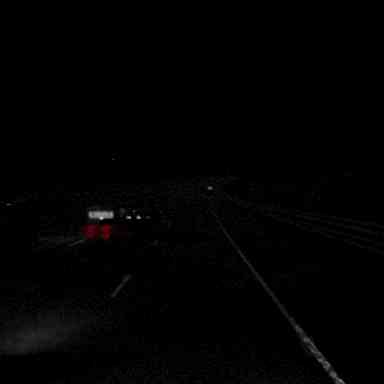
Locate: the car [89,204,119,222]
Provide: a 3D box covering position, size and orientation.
[{"bbox_3d":[-6.582,1.629,26.520,1.895,1.301,4.718,0,0,1],"label":"car"}]

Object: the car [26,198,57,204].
[{"bbox_3d":[-16.918,1.527,38.723,1.994,1.385,4.181,0,0,2],"label":"car"}]

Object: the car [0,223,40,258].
[{"bbox_3d":[-6.840,1.634,10.764,1.895,1.301,4.718,0,0,1],"label":"car"}]

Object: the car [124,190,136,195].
[{"bbox_3d":[-14.797,0.210,79.608,2.097,1.767,4.553,0,2,4],"label":"car"}]

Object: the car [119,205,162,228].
[{"bbox_3d":[-3.168,1.589,22.540,2.033,1.411,5.357,0,0,1],"label":"car"}]

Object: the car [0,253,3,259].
[{"bbox_3d":[-3.389,1.532,1.964,1.812,1.442,4.674,0,0,0],"label":"car"}]

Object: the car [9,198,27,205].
[{"bbox_3d":[-20.352,1.473,40.534,1.812,1.442,4.674,0,0,2],"label":"car"}]

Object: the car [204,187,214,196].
[{"bbox_3d":[4.758,0.196,90.351,2.097,1.767,4.553,0,2,4],"label":"car"}]
